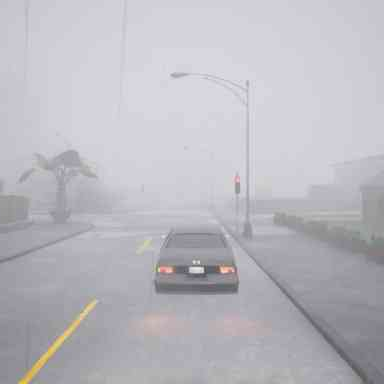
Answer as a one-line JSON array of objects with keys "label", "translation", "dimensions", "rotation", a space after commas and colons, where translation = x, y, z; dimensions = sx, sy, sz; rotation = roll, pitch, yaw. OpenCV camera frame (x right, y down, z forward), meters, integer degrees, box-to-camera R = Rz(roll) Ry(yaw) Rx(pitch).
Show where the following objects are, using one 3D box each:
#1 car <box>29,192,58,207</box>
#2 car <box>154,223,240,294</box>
[{"label": "car", "translation": [-19.743, 0.985, 43.945], "dimensions": [1.905, 1.878, 3.866], "rotation": [0, 0, 35]}, {"label": "car", "translation": [0.100, 1.547, 8.900], "dimensions": [2.033, 1.411, 5.357], "rotation": [0, 0, 0]}]
